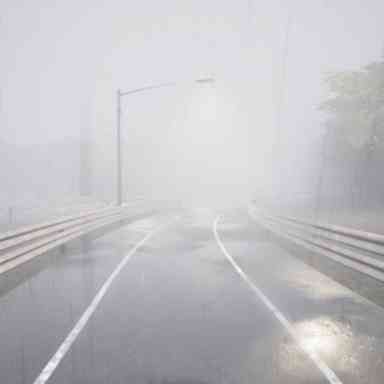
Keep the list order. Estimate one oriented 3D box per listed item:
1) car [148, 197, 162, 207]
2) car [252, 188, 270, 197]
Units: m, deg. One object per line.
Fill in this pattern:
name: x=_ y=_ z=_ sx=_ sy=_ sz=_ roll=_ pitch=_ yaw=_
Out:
car: x=-5.430 y=1.431 z=50.069 sx=1.994 sy=1.385 sz=4.181 roll=0 pitch=2 yaw=38
car: x=15.944 y=0.172 z=76.958 sx=2.150 sy=2.045 sz=5.566 roll=0 pitch=2 yaw=38
